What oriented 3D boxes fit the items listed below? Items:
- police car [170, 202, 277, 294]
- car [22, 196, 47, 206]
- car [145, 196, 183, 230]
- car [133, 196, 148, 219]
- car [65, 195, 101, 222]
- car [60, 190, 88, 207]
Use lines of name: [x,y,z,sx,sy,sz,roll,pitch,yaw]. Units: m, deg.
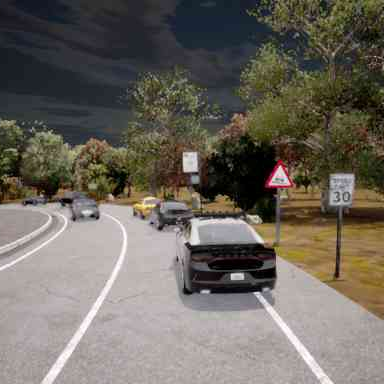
police car: [0.581,1.309,8.694,1.930,1.638,5.238,-1,1,-6]
car: [-25.162,1.393,53.042,4.902,1.511,2.128,-2,3,34]
car: [-1.264,1.215,18.863,1.837,1.490,4.892,-2,1,-15]
car: [-3.230,1.076,25.015,1.801,1.575,5.366,-2,1,-20]
car: [-7.926,1.267,24.494,2.128,1.511,4.902,-2,1,-22]
car: [-15.433,0.862,43.655,2.150,2.045,5.566,-5,3,-41]
